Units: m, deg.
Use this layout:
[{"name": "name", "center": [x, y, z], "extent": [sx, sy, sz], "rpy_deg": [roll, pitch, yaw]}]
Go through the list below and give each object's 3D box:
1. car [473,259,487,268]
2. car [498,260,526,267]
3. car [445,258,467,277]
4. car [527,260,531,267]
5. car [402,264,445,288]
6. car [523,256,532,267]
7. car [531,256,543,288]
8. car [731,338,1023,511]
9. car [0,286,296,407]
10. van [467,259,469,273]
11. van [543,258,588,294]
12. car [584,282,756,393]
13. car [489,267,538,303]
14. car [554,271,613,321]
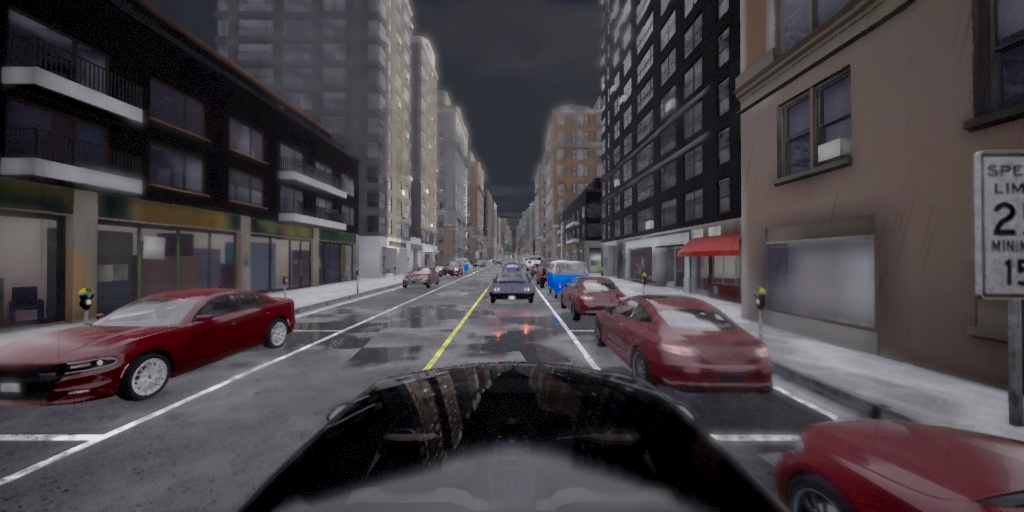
[{"name": "car", "center": [-5.858, 1.340, 63.163], "extent": [1.948, 1.339, 4.313], "rpy_deg": [0, 0, 0]}, {"name": "car", "center": [0.000, 1.292, 31.501], "extent": [1.812, 1.442, 4.674], "rpy_deg": [0, 0, 0]}, {"name": "car", "center": [-5.857, 1.200, 34.799], "extent": [1.967, 1.591, 4.097], "rpy_deg": [0, 0, 0]}, {"name": "car", "center": [2.669, 1.342, 34.792], "extent": [1.802, 1.307, 4.207], "rpy_deg": [0, 0, 0]}, {"name": "car", "center": [-5.857, 1.336, 23.453], "extent": [1.802, 1.307, 4.207], "rpy_deg": [0, 0, 0]}, {"name": "car", "center": [3.106, 0.996, 49.607], "extent": [2.150, 2.045, 5.566], "rpy_deg": [0, 0, 0]}, {"name": "car", "center": [2.669, 1.069, 23.446], "extent": [2.192, 1.841, 5.009], "rpy_deg": [0, 0, 0]}, {"name": "car", "center": [2.669, 1.330, 0.752], "extent": [1.802, 1.307, 4.207], "rpy_deg": [0, 0, 0]}, {"name": "car", "center": [-5.857, 1.294, 6.435], "extent": [1.888, 1.381, 4.507], "rpy_deg": [0, 0, 0]}, {"name": "van", "center": [-5.858, 1.104, 40.472], "extent": [1.690, 1.789, 3.998], "rpy_deg": [0, 0, 0]}, {"name": "van", "center": [2.669, 1.093, 17.773], "extent": [1.690, 1.789, 3.998], "rpy_deg": [0, 0, 0]}, {"name": "car", "center": [2.669, 1.331, 6.426], "extent": [1.802, 1.307, 4.207], "rpy_deg": [0, 0, 0]}, {"name": "car", "center": [0.000, 1.370, 16.530], "extent": [1.895, 1.301, 4.718], "rpy_deg": [0, 0, 0]}, {"name": "car", "center": [2.668, 1.333, 12.099], "extent": [1.802, 1.307, 4.207], "rpy_deg": [0, 0, 0]}]
